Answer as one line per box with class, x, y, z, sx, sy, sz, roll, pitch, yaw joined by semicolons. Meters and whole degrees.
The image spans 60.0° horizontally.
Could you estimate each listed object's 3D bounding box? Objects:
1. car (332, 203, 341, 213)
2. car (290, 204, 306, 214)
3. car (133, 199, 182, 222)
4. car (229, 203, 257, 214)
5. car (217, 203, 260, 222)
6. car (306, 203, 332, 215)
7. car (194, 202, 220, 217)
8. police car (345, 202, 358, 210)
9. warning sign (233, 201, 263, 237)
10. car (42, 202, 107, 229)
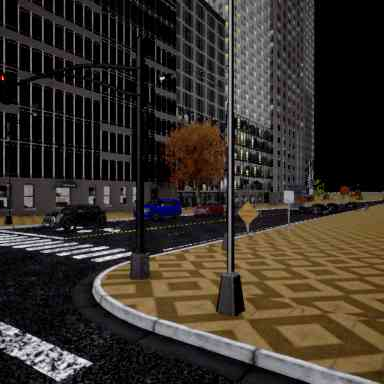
car;23.125;2.574;54.687;1.837;1.490;4.892;0;-1;33
car;15.869;2.467;49.470;2.033;1.411;5.357;0;-1;33
car;-3.210;1.689;32.191;2.150;2.045;5.566;0;-1;33
car;7.589;2.371;48.861;2.033;1.411;5.357;0;-1;33
car;4.863;2.103;32.351;2.033;1.411;5.357;0;-1;33
car;17.724;2.399;46.298;1.837;1.490;4.892;0;-1;33
car;2.089;1.995;40.403;2.097;1.767;4.553;0;-1;33
police car;31.544;2.738;65.819;1.930;1.638;5.238;0;-1;33
warning sign;3.127;1.454;18.553;1.300;1.860;1.060;1;1;33
car;-8.428;1.648;24.099;2.097;1.767;4.553;0;-1;33
